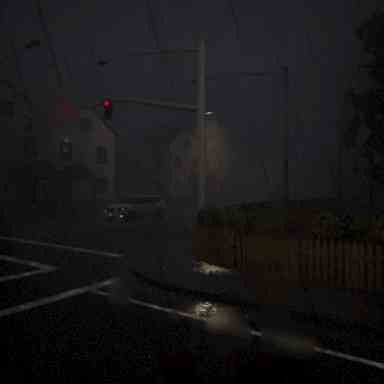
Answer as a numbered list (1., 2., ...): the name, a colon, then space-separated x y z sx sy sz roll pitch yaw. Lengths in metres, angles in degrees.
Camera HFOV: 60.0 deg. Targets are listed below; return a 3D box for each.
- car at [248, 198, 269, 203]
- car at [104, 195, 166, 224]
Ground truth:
1. car: 9.184 1.579 45.949 1.837 1.490 4.892 0 -1 35
2. car: -4.347 1.293 26.357 2.150 2.045 5.566 0 0 35
